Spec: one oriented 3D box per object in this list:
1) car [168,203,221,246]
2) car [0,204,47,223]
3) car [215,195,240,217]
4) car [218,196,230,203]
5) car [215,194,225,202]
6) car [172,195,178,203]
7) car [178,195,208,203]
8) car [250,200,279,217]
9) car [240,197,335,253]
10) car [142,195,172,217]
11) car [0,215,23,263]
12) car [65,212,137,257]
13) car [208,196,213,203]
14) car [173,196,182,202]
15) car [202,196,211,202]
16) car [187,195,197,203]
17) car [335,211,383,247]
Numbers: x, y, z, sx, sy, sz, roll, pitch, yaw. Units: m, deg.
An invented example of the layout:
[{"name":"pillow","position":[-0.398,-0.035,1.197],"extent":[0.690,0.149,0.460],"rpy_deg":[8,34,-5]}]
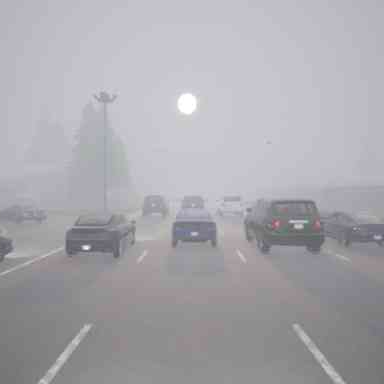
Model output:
[{"name":"car","position":[0.096,1.512,15.605],"extent":[1.882,1.535,5.008],"rpy_deg":[0,0,0]},{"name":"car","position":[-13.051,1.603,25.283],"extent":[5.357,1.411,2.033],"rpy_deg":[0,0,41]},{"name":"car","position":[3.592,1.293,32.011],"extent":[2.150,2.045,5.566],"rpy_deg":[0,0,0]},{"name":"car","position":[6.983,1.675,72.631],"extent":[2.128,1.511,4.902],"rpy_deg":[0,0,0]},{"name":"car","position":[6.980,1.452,82.643],"extent":[2.097,1.767,4.553],"rpy_deg":[0,0,0]},{"name":"car","position":[-3.517,1.486,72.216],"extent":[2.097,1.767,4.553],"rpy_deg":[0,0,0]},{"name":"car","position":[0.092,1.292,32.013],"extent":[2.150,2.045,5.566],"rpy_deg":[0,0,0]},{"name":"car","position":[7.091,1.578,33.103],"extent":[1.837,1.490,4.892],"rpy_deg":[0,0,0]},{"name":"car","position":[3.597,1.253,13.880],"extent":[2.150,2.045,5.566],"rpy_deg":[0,0,0]},{"name":"car","position":[-3.408,1.292,31.960],"extent":[2.150,2.045,5.566],"rpy_deg":[0,0,0]},{"name":"car","position":[-6.911,1.567,8.742],"extent":[2.033,1.411,5.357],"rpy_deg":[0,0,0]},{"name":"car","position":[-3.404,1.534,13.135],"extent":[1.837,1.490,4.892],"rpy_deg":[0,0,0]},{"name":"car","position":[3.483,1.686,71.414],"extent":[2.033,1.411,5.357],"rpy_deg":[0,0,0]},{"name":"car","position":[-3.520,1.610,81.837],"extent":[2.033,1.411,5.357],"rpy_deg":[0,0,0]},{"name":"car","position":[3.480,1.610,81.839],"extent":[2.033,1.411,5.357],"rpy_deg":[0,0,0]},{"name":"car","position":[-0.017,1.486,72.217],"extent":[2.097,1.767,4.553],"rpy_deg":[0,0,0]},{"name":"car","position":[7.086,1.559,15.000],"extent":[1.812,1.442,4.674],"rpy_deg":[0,0,0]}]
